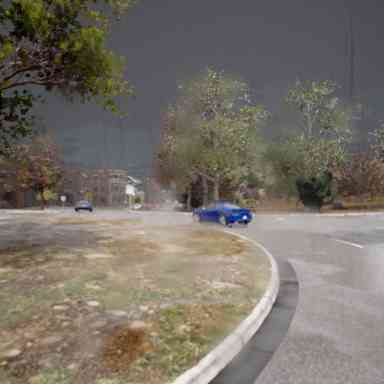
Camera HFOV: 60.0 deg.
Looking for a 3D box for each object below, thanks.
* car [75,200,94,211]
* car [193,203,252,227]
[{"bbox_3d":[-13.246,1.670,41.113,1.994,1.385,4.181,0,-2,-13],"label":"car"},{"bbox_3d":[1.971,1.471,23.020,1.882,1.535,5.008,1,0,-33],"label":"car"}]
